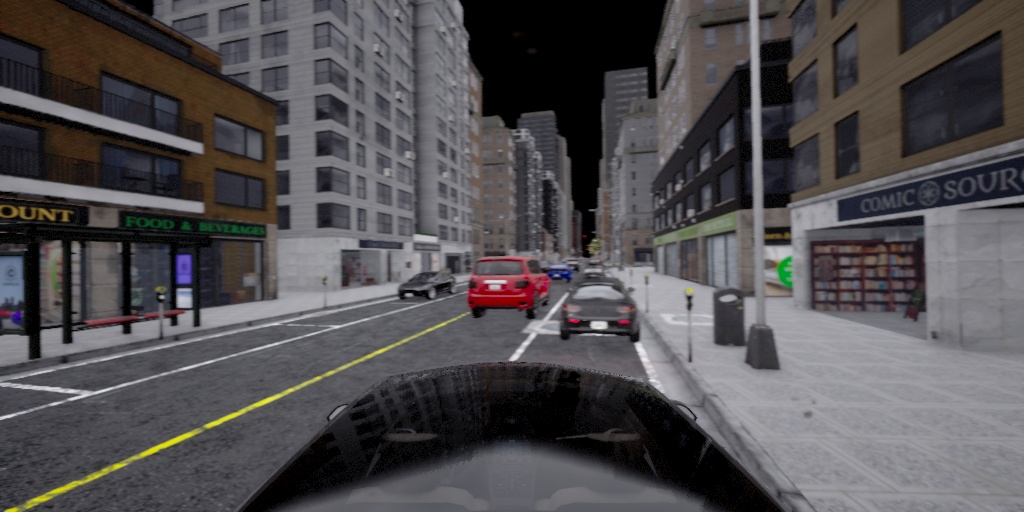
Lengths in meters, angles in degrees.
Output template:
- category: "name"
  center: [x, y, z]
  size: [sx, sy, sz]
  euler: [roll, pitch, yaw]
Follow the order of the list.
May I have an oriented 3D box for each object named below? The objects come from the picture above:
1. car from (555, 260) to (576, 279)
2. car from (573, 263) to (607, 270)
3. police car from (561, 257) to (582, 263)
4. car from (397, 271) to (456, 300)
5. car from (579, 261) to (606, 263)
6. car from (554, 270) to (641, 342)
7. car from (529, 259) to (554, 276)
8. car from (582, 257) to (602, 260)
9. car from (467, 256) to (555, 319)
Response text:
- category: "car"
  center: [3.940, 1.321, 29.434]
  size: [1.882, 1.535, 5.008]
  euler: [-1, 0, 14]
- category: "car"
  center: [5.167, 1.332, 22.663]
  size: [2.007, 1.370, 4.403]
  euler: [0, 0, 13]
- category: "police car"
  center: [7.611, 1.296, 45.167]
  size: [1.930, 1.638, 5.238]
  euler: [-1, 0, 13]
- category: "car"
  center: [-4.414, 1.497, 19.268]
  size: [1.948, 1.339, 4.313]
  euler: [0, 0, 13]
- category: "car"
  center: [6.455, 1.341, 28.034]
  size: [2.007, 1.370, 4.403]
  euler: [0, 0, 13]
- category: "car"
  center: [2.348, 1.281, 9.727]
  size: [1.812, 1.442, 4.674]
  euler: [-1, 0, 13]
- category: "car"
  center: [3.457, 1.271, 41.008]
  size: [2.097, 1.767, 4.553]
  euler: [-1, 0, 14]
- category: "car"
  center: [9.033, 1.123, 38.777]
  size: [2.192, 1.841, 5.009]
  euler: [0, 0, 13]
- category: "car"
  center: [0.094, 1.038, 13.399]
  size: [2.150, 2.045, 5.566]
  euler: [-1, 0, 13]
